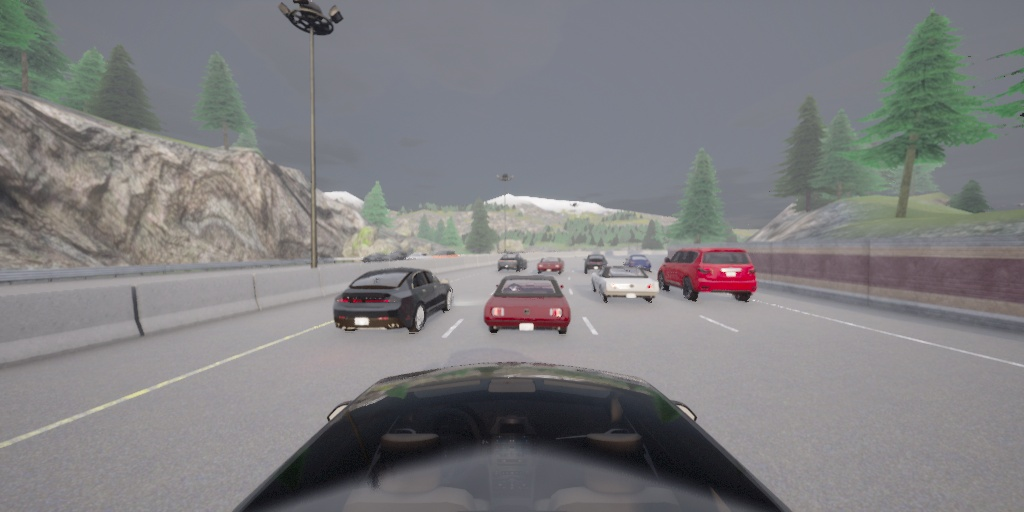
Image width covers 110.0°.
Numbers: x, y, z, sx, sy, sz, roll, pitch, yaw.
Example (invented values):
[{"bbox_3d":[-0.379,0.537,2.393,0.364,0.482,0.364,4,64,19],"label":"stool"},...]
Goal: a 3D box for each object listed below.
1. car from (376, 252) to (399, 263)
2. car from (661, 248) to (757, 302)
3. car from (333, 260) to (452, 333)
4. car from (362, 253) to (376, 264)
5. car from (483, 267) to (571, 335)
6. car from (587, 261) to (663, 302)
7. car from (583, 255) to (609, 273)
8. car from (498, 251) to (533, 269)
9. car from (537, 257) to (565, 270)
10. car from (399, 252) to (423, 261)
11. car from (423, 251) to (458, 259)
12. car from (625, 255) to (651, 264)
[{"bbox_3d":[-14.481,0.257,45.132,1.837,1.490,4.892,0,1,17],"label":"car"},{"bbox_3d":[8.011,0.674,15.267,2.150,2.045,5.566,0,1,7],"label":"car"},{"bbox_3d":[-3.012,1.065,10.022,1.837,1.490,4.892,0,2,4],"label":"car"},{"bbox_3d":[-17.612,0.275,46.839,1.994,1.385,4.181,0,1,17],"label":"car"},{"bbox_3d":[0.474,1.168,9.809,1.895,1.301,4.718,0,1,4],"label":"car"},{"bbox_3d":[4.449,1.059,14.853,1.895,1.301,4.718,0,1,6],"label":"car"},{"bbox_3d":[7.121,0.615,30.387,1.837,1.490,4.892,0,1,13],"label":"car"},{"bbox_3d":[0.110,0.577,31.107,2.128,1.511,4.902,0,1,13],"label":"car"},{"bbox_3d":[3.252,0.733,29.202,1.895,1.301,4.718,0,1,12],"label":"car"},{"bbox_3d":[-11.321,0.318,43.514,1.812,1.442,4.674,0,1,16],"label":"car"},{"bbox_3d":[-8.085,0.180,42.087,2.097,1.767,4.553,0,1,17],"label":"car"},{"bbox_3d":[10.857,0.626,31.003,1.812,1.442,4.674,0,1,13],"label":"car"}]
